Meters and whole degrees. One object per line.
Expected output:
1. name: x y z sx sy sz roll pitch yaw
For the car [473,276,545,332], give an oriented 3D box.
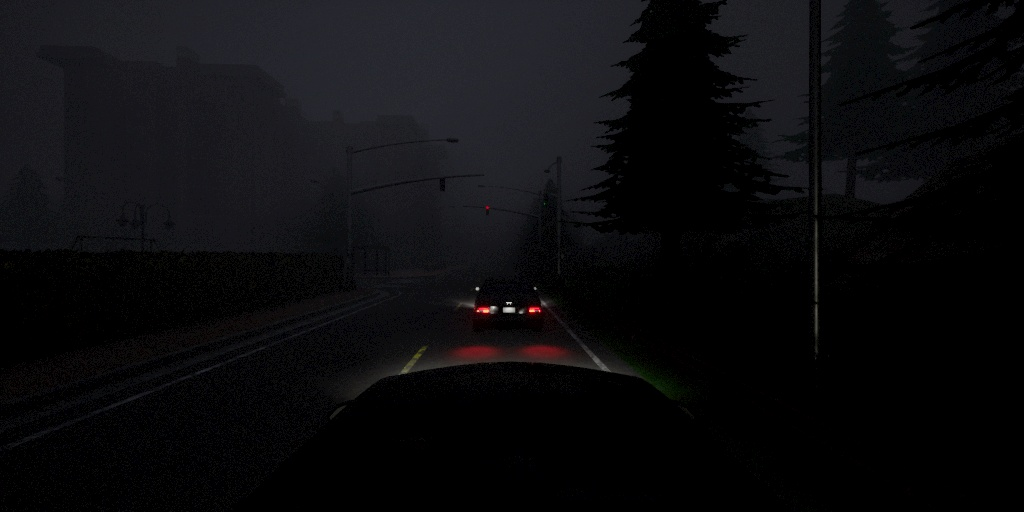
1. car: -0.158 1.297 10.817 2.033 1.411 5.357 0 0 -2
